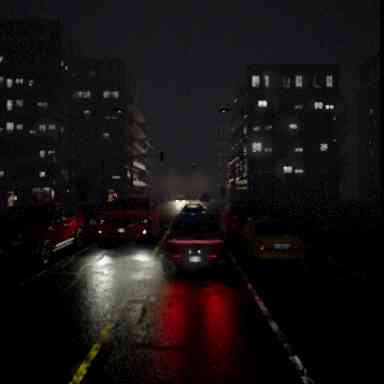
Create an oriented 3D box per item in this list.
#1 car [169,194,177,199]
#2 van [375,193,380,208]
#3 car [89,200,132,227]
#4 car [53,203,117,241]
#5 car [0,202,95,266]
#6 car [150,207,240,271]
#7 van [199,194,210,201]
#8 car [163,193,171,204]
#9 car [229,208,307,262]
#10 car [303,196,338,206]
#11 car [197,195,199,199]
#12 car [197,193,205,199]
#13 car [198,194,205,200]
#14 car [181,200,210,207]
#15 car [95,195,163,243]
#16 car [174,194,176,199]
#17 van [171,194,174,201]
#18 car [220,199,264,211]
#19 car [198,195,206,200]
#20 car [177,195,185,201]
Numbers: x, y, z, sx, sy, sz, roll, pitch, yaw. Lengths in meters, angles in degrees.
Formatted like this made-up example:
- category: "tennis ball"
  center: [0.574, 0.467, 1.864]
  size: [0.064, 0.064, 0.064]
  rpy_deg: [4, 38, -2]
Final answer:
- category: "car"
  center: [-5.334, 1.327, 94.195]
  size: [1.887, 1.381, 4.507]
  rpy_deg: [0, 0, 0]
- category: "van"
  center: [22.941, 0.931, 37.698]
  size: [3.998, 1.788, 1.690]
  rpy_deg: [-1, 1, 0]
- category: "car"
  center: [-5.411, 1.395, 22.691]
  size: [1.967, 1.590, 4.097]
  rpy_deg: [0, 0, 0]
- category: "car"
  center: [-5.319, 1.407, 17.148]
  size: [1.967, 1.590, 4.097]
  rpy_deg: [0, 0, 0]
- category: "car"
  center: [-5.319, 1.292, 11.600]
  size: [2.192, 1.841, 5.009]
  rpy_deg: [0, 0, 0]
- category: "car"
  center: [0.086, 1.471, 10.781]
  size: [2.128, 1.511, 4.902]
  rpy_deg: [0, 0, 0]
- category: "van"
  center: [2.682, 1.195, 65.668]
  size: [1.690, 1.788, 3.998]
  rpy_deg: [0, 0, 0]
- category: "car"
  center: [-5.457, 1.306, 60.707]
  size: [1.967, 1.590, 4.097]
  rpy_deg: [0, 0, 0]
- category: "car"
  center: [2.562, 1.502, 11.772]
  size: [1.752, 1.417, 4.829]
  rpy_deg: [0, 0, 0]
- category: "car"
  center: [17.581, 1.189, 45.579]
  size: [4.507, 1.381, 1.887]
  rpy_deg: [-1, 1, 0]
- category: "car"
  center: [2.645, 1.383, 71.873]
  size: [1.887, 1.381, 4.507]
  rpy_deg: [0, 0, 0]
- category: "car"
  center: [2.547, 1.222, 94.196]
  size: [1.967, 1.590, 4.097]
  rpy_deg: [0, 0, 0]
- category: "car"
  center: [2.548, 1.321, 88.785]
  size: [1.752, 1.417, 4.829]
  rpy_deg: [0, 0, 0]
- category: "car"
  center: [0.078, 1.515, 24.292]
  size: [1.994, 1.385, 4.181]
  rpy_deg: [0, 0, 0]
- category: "car"
  center: [-2.849, 1.190, 16.164]
  size: [2.150, 2.045, 5.566]
  rpy_deg: [0, 0, 0]
- category: "car"
  center: [-5.379, 1.407, 77.452]
  size: [1.802, 1.307, 4.206]
  rpy_deg: [0, 0, 0]
- category: "van"
  center: [-5.424, 1.180, 71.871]
  size: [1.690, 1.788, 3.998]
  rpy_deg: [0, 0, 0]
- category: "car"
  center: [2.561, 1.281, 17.149]
  size: [2.192, 1.841, 5.009]
  rpy_deg: [0, 0, 0]
- category: "car"
  center: [2.551, 1.377, 83.034]
  size: [1.947, 1.339, 4.313]
  rpy_deg: [0, 0, 0]
- category: "car"
  center: [-2.766, 1.411, 81.214]
  size: [1.895, 1.301, 4.718]
  rpy_deg: [0, 0, 0]
